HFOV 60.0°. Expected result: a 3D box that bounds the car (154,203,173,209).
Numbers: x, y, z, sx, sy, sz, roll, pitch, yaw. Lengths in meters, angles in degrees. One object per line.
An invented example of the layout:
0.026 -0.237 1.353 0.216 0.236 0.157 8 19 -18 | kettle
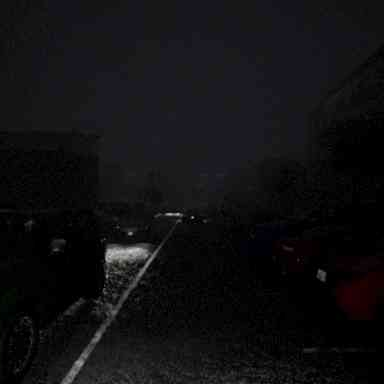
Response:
-7.540 3.768 88.839 4.892 1.521 2.231 0 -2 0 | car

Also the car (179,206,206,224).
0.065 2.287 31.601 1.994 1.385 4.181 0 -2 1 | car

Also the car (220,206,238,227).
4.873 1.962 22.797 5.366 1.575 1.946 0 -2 0 | car

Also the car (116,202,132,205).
-7.662 1.852 28.133 5.566 2.045 2.435 0 -2 0 | car

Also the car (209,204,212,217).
4.704 2.348 36.760 4.892 1.521 2.231 0 -2 0 | car

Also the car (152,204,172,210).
-7.573 3.639 83.090 4.792 1.488 2.163 0 -2 0 | car

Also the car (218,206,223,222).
4.720 2.071 25.590 4.792 1.488 2.163 0 -2 0 | car

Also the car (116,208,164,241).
-3.059 1.869 19.019 2.128 1.511 4.902 0 -2 0 | car

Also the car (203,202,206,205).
4.716 2.834 59.104 4.553 1.767 2.185 0 -2 0 | car

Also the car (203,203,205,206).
4.771 2.912 56.310 4.792 1.488 2.163 0 -2 0 | car

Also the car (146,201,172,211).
-7.591 3.036 71.349 5.566 2.045 2.435 0 -2 0 | car

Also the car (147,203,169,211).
-7.527 3.239 74.157 4.553 1.767 2.185 0 -2 0 | car

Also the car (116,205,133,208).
-7.453 2.028 25.462 5.366 1.575 1.946 0 -2 0 | car

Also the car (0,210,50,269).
-7.630 1.520 11.387 4.553 1.767 2.185 0 -1 0 | car

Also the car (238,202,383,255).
4.641 1.407 11.634 5.566 2.045 2.435 0 -2 0 | car

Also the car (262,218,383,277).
4.664 1.588 8.894 5.008 1.535 2.097 0 -2 0 | car

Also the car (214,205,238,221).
4.882 2.115 28.383 5.366 1.575 1.946 0 -2 0 | car

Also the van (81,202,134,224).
-7.746 1.954 30.923 4.442 1.987 1.878 0 -2 0 | van

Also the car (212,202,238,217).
4.673 2.145 33.973 4.553 1.767 2.185 0 -2 0 | car

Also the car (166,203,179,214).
-2.911 2.958 56.064 1.994 1.385 4.181 0 -2 0 | car

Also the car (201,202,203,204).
4.779 2.784 61.902 5.566 2.045 2.435 0 -2 0 | car

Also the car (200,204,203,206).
0.125 2.657 45.141 1.994 1.385 4.181 0 -2 1 | car

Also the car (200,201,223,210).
4.756 3.320 81.449 5.566 2.045 2.435 0 -2 0 | car

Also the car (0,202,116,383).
-3.088 1.270 5.744 2.150 2.045 5.566 0 -1 0 | car

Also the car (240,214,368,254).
4.644 1.765 14.419 4.792 1.488 2.163 0 -2 0 | car

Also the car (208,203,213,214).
4.721 2.425 39.553 4.892 1.521 2.231 0 -2 0 | car

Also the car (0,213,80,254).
-7.842 1.722 14.302 5.366 1.575 1.946 0 -2 0 | car

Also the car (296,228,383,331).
4.689 1.560 6.062 4.792 1.488 2.163 0 -1 0 | car

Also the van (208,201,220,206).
4.603 2.274 42.352 4.442 1.987 1.878 0 -2 0 | van

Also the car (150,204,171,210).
-7.545 3.569 80.151 4.674 1.452 2.002 0 -2 0 | car

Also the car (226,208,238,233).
4.712 1.918 20.004 4.792 1.488 2.163 0 -2 0 | car

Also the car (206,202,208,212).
4.759 2.528 47.935 4.553 1.767 2.185 0 -2 0 | car
